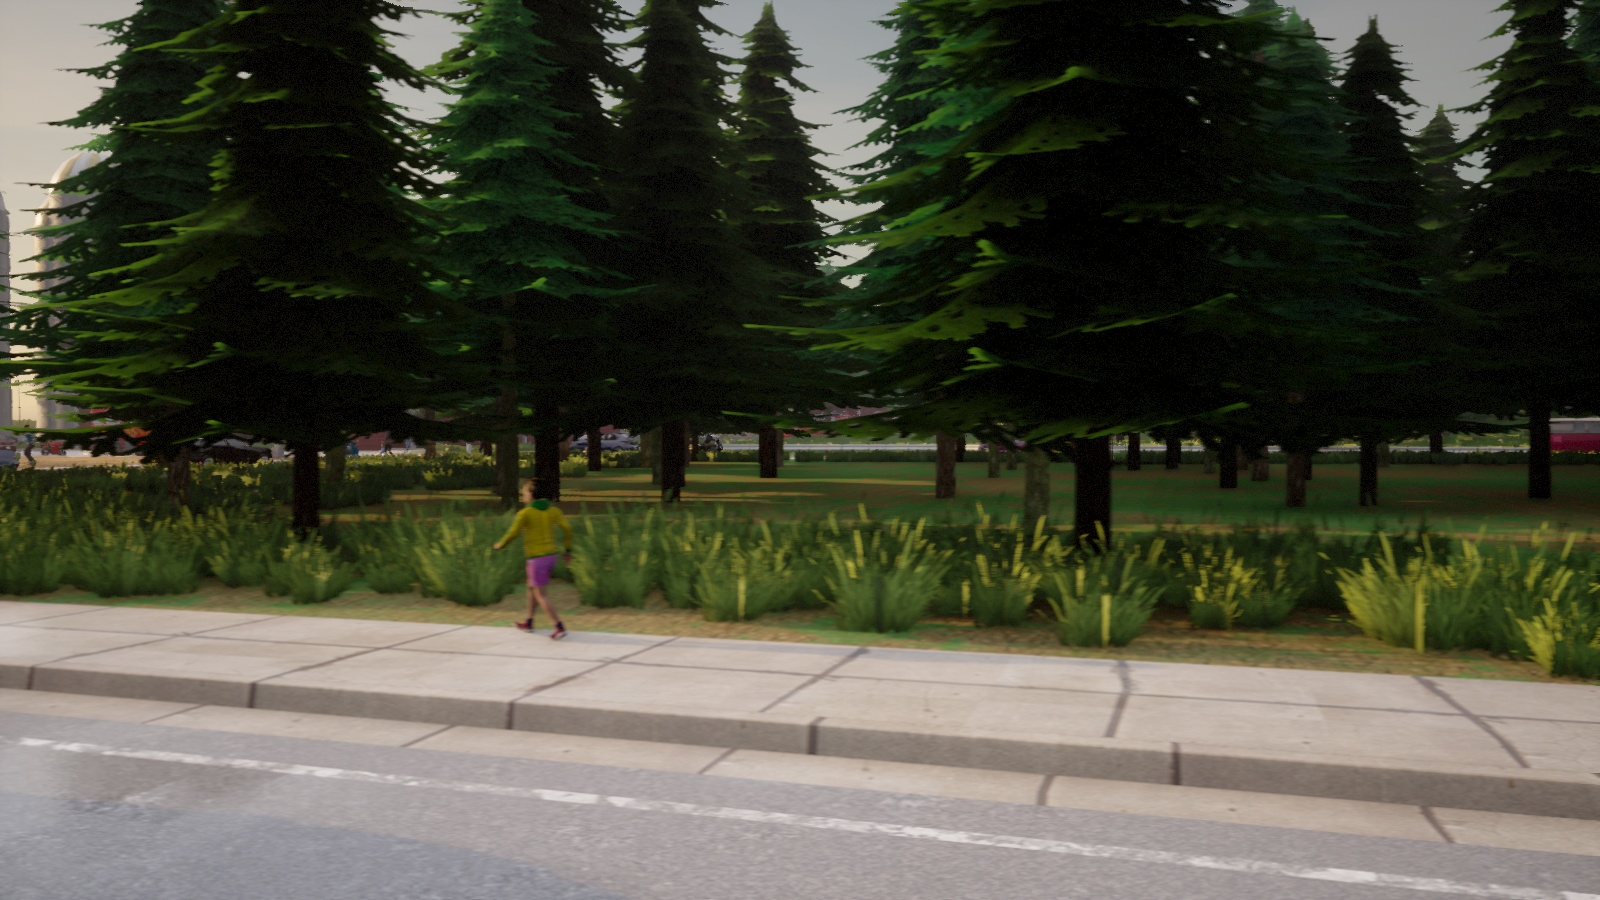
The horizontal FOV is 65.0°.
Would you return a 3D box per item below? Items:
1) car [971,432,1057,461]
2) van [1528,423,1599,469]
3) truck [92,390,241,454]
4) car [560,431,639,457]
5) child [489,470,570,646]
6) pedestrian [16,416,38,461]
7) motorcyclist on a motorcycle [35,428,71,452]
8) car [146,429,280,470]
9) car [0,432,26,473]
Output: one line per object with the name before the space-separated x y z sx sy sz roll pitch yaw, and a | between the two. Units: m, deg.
car | 11.509 -0.201 67.684 4.193 1.474 1.816 1 1 32
van | 34.703 -0.174 55.175 4.442 1.987 1.775 1 1 19
truck | -39.104 -1.732 77.558 8.468 3.827 2.891 0 1 16
car | -11.679 -0.369 73.159 4.193 1.474 1.816 0 1 16
child | -1.861 0.723 8.632 0.473 1.160 0.299 1 1 34
pedestrian | -32.895 -0.489 53.457 0.396 1.930 0.692 1 1 35
motorcyclist on a motorcycle | -47.642 -0.653 80.087 2.044 1.523 0.797 0 1 16
car | -23.110 -0.052 49.670 1.882 1.535 5.008 1 1 17
car | -29.146 0.116 42.132 2.033 1.411 5.357 1 1 17
